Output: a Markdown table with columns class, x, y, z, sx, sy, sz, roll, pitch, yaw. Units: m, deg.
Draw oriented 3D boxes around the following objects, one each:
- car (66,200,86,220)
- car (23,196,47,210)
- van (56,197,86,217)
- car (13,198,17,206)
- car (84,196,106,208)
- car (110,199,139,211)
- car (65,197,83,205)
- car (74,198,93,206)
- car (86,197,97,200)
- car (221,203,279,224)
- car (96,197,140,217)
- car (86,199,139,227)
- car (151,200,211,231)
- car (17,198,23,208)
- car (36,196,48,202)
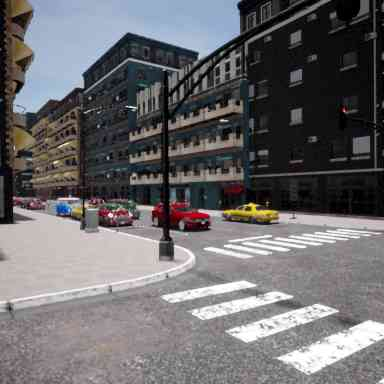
| class | x | y | z | sx | sy | sz | roll | pitch | yaw |
| --- | --- | --- | --- | --- | --- | --- | --- | --- | --- |
| car | -8.918 | 1.652 | 28.317 | 1.752 | 1.417 | 4.829 | -1 | 1 | -35 |
| car | -21.866 | 1.628 | 46.481 | 1.967 | 1.590 | 4.097 | -1 | 1 | -35 |
| van | -12.232 | 1.483 | 32.960 | 1.690 | 1.788 | 3.998 | -1 | 1 | -35 |
| car | -31.501 | 1.782 | 60.003 | 1.887 | 1.381 | 4.507 | -1 | 1 | -35 |
| car | -15.043 | 1.502 | 51.344 | 1.967 | 1.590 | 4.097 | -1 | 1 | -35 |
| car | -8.617 | 1.581 | 42.331 | 2.008 | 1.369 | 4.403 | -1 | 1 | -35 |
| car | -21.465 | 1.645 | 60.359 | 2.008 | 1.369 | 4.403 | -1 | 1 | -35 |
| car | -18.253 | 1.643 | 55.852 | 1.947 | 1.339 | 4.313 | -1 | 1 | -35 |
| car | -12.397 | 1.604 | 37.681 | 2.128 | 1.511 | 4.902 | -1 | 1 | -35 |
| car | 4.132 | 1.498 | 24.443 | 1.752 | 1.417 | 4.829 | -1 | 1 | -35 |
| car | -6.320 | 1.437 | 29.131 | 2.097 | 1.767 | 4.553 | -1 | 0 | -35 |
| car | -5.806 | 1.553 | 23.948 | 1.967 | 1.590 | 4.097 | -1 | 1 | -35 |
| car | -0.804 | 1.538 | 21.403 | 1.882 | 1.535 | 5.008 | -1 | 0 | -36 |
| car | -25.076 | 1.769 | 50.989 | 1.947 | 1.339 | 4.313 | -1 | 1 | -35 |
| car | -37.525 | 1.728 | 82.893 | 1.887 | 1.381 | 4.507 | -1 | 1 | -35 |
